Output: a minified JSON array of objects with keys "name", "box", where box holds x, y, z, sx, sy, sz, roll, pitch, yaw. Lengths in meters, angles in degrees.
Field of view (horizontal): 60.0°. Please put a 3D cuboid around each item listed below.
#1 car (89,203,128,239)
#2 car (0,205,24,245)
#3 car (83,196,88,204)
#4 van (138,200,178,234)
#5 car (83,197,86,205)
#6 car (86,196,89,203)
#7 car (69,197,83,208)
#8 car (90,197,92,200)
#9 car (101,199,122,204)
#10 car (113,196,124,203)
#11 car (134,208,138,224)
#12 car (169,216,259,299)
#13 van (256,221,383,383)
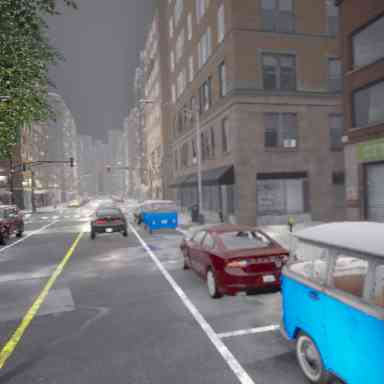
[{"name":"car","box":[-4.615,1.622,18.513,1.837,1.490,4.892,-2,0,-14]},{"name":"car","box":[-10.183,1.650,17.156,2.192,1.841,5.009,-2,0,-14]},{"name":"car","box":[-23.698,2.196,70.045,1.887,1.381,4.507,-2,0,-14]},{"name":"van","box":[-1.939,1.353,19.307,1.690,1.788,3.998,-2,0,-14]},{"name":"car","box":[-22.347,2.168,64.764,2.008,1.369,4.403,-2,0,-14]},{"name":"car","box":[-25.048,2.230,75.326,1.887,1.381,4.507,-2,0,-14]},{"name":"car","box":[-20.956,2.109,59.318,1.752,1.417,4.829,-2,0,-14]},{"name":"car","box":[-27.748,2.308,85.887,2.008,1.369,4.403,-2,0,-14]},{"name":"car","box":[-7.457,1.663,29.517,1.882,1.535,5.008,-2,0,-14]},{"name":"car","box":[-16.809,1.803,77.472,1.967,1.590,4.097,-2,0,-14]},{"name":"car","box":[-3.332,1.612,24.792,1.947,1.339,4.313,-2,0,-14]},{"name":"car","box":[0.873,1.485,8.340,1.887,1.381,4.507,-2,0,-14]},{"name":"van","box":[2.266,1.245,2.855,1.690,1.788,3.998,-2,0,-14]}]
